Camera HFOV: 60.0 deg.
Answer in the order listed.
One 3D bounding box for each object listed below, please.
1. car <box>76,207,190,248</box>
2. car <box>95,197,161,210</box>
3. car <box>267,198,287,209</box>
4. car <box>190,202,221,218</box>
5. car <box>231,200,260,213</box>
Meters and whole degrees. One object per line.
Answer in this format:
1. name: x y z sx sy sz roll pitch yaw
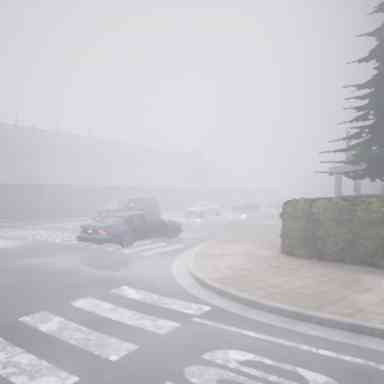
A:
1. car: -2.611 1.627 15.365 2.033 1.411 5.357 -1 -1 35
2. car: -4.588 1.385 24.210 2.150 2.045 5.566 -1 -1 35
3. car: 12.382 1.656 48.023 2.128 1.511 4.902 -1 0 36
4. car: 1.089 1.689 32.159 1.812 1.442 4.674 -1 0 35
5. car: 6.437 1.642 39.710 1.882 1.535 5.008 -1 0 35
